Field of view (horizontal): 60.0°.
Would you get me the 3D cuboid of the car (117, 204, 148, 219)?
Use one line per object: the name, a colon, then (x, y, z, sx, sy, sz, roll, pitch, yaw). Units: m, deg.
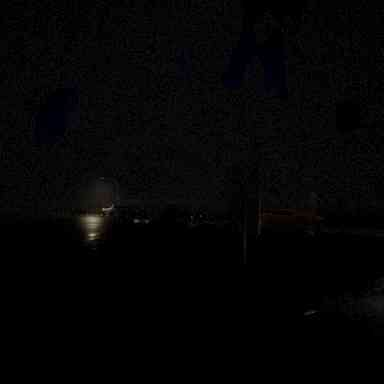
car: (-8.427, 2.817, 48.373, 2.150, 2.045, 5.566, 1, -3, -35)

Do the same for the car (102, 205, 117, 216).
car: (-15.004, 3.443, 62.631, 2.150, 2.045, 5.566, 1, -3, -36)

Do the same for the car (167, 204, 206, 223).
car: (-0.712, 2.322, 37.477, 2.150, 2.045, 5.566, 1, -3, -35)

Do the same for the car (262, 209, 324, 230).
car: (7.693, 2.045, 25.659, 1.882, 1.535, 5.008, 1, -3, -35)
